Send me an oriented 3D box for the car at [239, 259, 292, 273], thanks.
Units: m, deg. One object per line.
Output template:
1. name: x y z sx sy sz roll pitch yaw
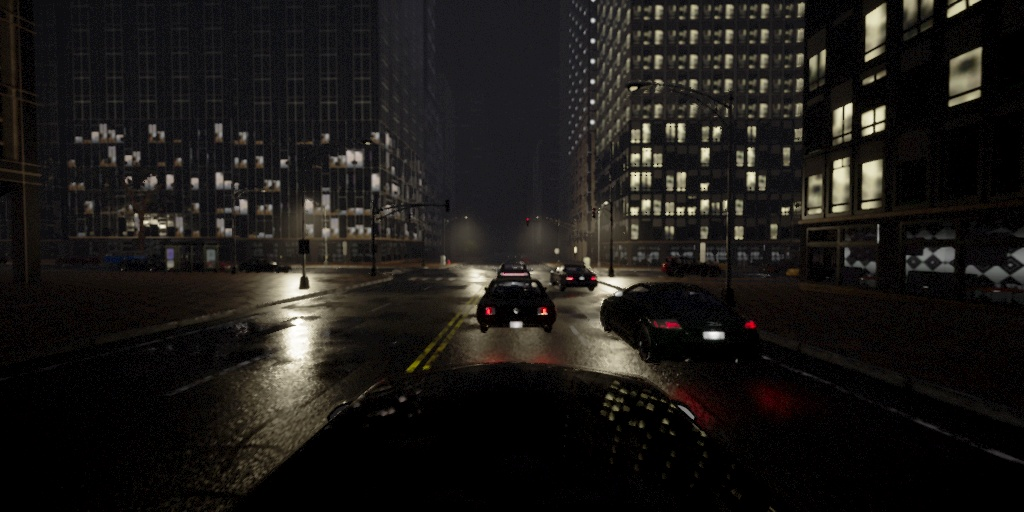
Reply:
1. car: -22.736 0.941 33.131 4.313 1.339 1.948 0 0 1

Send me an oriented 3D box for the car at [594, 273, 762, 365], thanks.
1. car: 3.348 1.266 7.944 1.994 1.385 4.181 0 0 0

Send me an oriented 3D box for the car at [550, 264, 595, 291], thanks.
1. car: 3.383 1.150 20.451 2.033 1.411 5.357 0 0 -3

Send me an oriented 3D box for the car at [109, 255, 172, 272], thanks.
1. car: -34.100 0.834 33.436 4.313 1.339 1.948 0 0 1

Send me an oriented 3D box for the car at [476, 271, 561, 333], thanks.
1. car: 0.100 1.282 10.472 1.895 1.301 4.718 0 0 0

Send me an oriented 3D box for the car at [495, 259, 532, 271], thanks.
1. car: 0.098 1.095 20.246 2.128 1.511 4.902 0 0 0

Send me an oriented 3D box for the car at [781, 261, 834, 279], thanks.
1. car: 27.638 1.352 32.417 4.829 1.417 1.751 0 0 1

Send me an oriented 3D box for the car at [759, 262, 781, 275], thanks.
1. car: 28.853 1.266 38.164 4.181 1.385 1.994 0 1 1

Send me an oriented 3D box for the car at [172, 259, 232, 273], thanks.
1. car: -28.420 0.904 33.263 4.207 1.307 1.802 0 0 1

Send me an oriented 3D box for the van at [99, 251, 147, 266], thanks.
1. van: -45.293 0.306 42.093 3.998 1.789 1.690 0 0 1

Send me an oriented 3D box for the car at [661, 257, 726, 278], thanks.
1. car: 16.189 1.040 32.611 5.009 1.841 2.192 0 0 1

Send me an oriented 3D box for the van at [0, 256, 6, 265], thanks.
1. van: -51.145 0.449 33.831 3.998 1.789 1.690 0 0 1
